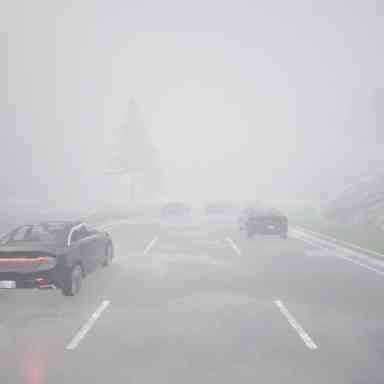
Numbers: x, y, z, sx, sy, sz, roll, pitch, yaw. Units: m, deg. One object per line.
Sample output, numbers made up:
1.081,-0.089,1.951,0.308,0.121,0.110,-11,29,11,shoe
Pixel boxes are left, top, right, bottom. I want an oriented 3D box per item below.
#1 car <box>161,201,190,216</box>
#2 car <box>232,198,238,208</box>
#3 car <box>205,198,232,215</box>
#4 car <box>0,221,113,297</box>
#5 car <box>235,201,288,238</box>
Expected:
-1.546,1.563,32.411,1.994,1.385,4.181,0,0,14,car
5.315,1.525,44.175,1.812,1.442,4.674,0,0,16,car
2.553,1.525,34.213,1.812,1.442,4.674,0,0,15,car
-3.398,1.491,8.575,2.128,1.511,4.902,0,0,0,car
3.663,1.477,17.780,1.882,1.535,5.008,0,0,1,car
